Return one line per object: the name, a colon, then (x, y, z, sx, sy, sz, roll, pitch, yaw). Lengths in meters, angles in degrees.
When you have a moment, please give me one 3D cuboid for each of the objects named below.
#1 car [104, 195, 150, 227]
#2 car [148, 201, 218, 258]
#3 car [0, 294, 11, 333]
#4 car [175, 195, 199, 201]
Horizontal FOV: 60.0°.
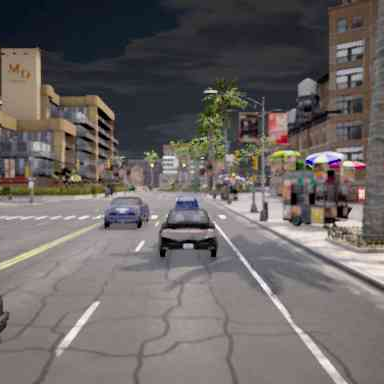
car: (-3.766, 1.038, 19.908, 2.097, 1.767, 4.553, 0, 1, -1)
car: (-0.134, 1.298, 11.915, 2.128, 1.511, 4.902, 0, 1, -1)
car: (-3.460, 1.516, 2.212, 2.033, 1.411, 5.357, 0, 1, -1)
car: (-0.417, 1.023, 28.254, 1.882, 1.535, 5.008, 0, 1, -1)
